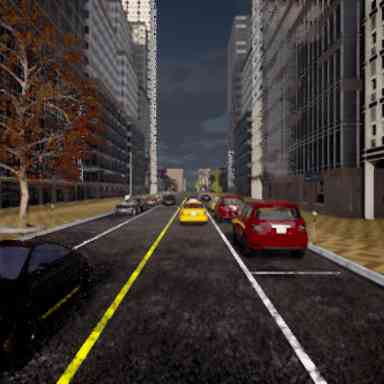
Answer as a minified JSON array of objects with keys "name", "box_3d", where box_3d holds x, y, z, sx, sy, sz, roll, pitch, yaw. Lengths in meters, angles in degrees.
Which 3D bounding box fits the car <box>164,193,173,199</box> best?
[{"name":"car","box_3d":[-5.696,0.957,80.730,1.802,1.307,4.206,0,0,0]}]

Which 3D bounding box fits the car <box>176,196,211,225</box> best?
[{"name":"car","box_3d":[0.098,1.290,22.703,1.801,1.575,5.366,0,0,0]}]

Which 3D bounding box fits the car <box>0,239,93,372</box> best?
[{"name":"car","box_3d":[-3.102,1.524,5.466,1.994,1.385,4.181,0,0,0]}]

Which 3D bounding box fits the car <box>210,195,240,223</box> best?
[{"name":"car","box_3d":[2.692,1.141,23.796,2.192,1.841,5.009,0,0,0]}]

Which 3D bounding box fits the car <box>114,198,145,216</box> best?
[{"name":"car","box_3d":[-5.690,1.335,29.500,2.008,1.369,4.403,0,0,0]}]

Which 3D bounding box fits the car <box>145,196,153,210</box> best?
[{"name":"car","box_3d":[-5.691,1.306,35.193,1.947,1.339,4.313,0,0,0]}]

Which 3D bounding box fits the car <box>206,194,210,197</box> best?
[{"name":"car","box_3d":[2.690,1.264,35.350,1.752,1.417,4.829,0,0,0]}]

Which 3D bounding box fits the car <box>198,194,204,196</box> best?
[{"name":"car","box_3d":[0.096,1.252,41.865,1.994,1.385,4.181,0,0,0]}]

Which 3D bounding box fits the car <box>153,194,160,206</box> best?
[{"name":"car","box_3d":[-5.692,1.234,46.575,1.802,1.307,4.206,0,0,0]}]

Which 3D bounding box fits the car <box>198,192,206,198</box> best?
[{"name":"car","box_3d":[2.685,0.768,86.406,1.967,1.590,4.097,0,0,0]}]

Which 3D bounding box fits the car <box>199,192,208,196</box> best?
[{"name":"car","box_3d":[2.687,1.080,63.641,1.947,1.339,4.313,0,0,0]}]

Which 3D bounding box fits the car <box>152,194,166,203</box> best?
[{"name":"car","box_3d":[-5.694,1.112,57.961,2.008,1.369,4.403,0,0,0]}]

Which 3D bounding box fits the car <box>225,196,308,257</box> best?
[{"name":"car","box_3d":[2.693,1.225,12.411,2.192,1.841,5.009,0,0,0]}]

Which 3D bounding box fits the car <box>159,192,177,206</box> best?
[{"name":"car","box_3d":[-3.092,1.128,46.643,1.882,1.535,5.008,0,1,0]}]

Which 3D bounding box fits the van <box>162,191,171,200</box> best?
[{"name":"van","box_3d":[-5.694,0.764,75.036,1.690,1.788,3.998,0,0,0]}]
